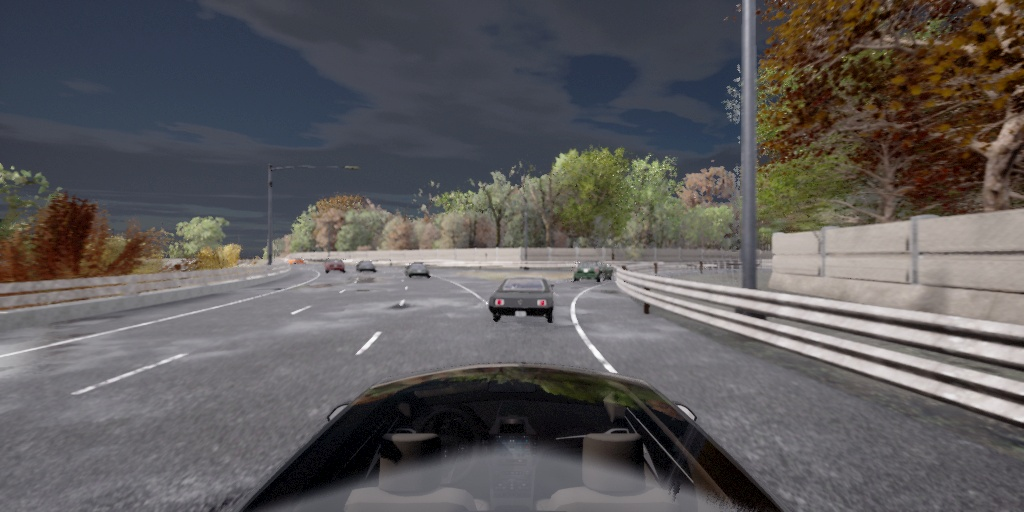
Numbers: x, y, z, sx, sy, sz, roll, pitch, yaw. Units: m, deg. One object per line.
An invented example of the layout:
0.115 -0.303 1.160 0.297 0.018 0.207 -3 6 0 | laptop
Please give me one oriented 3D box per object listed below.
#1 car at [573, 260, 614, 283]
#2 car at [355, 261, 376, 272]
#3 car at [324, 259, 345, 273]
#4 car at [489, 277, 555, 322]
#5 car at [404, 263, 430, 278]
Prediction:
6.533 1.115 28.289 2.097 1.767 4.553 0 0 31 | car
-18.682 1.341 45.677 1.994 1.385 4.181 0 0 -30 | car
-22.057 1.129 44.485 2.097 1.767 4.553 0 0 -30 | car
0.522 1.356 12.377 1.895 1.301 4.718 0 0 7 | car
-9.133 1.333 34.292 1.994 1.385 4.181 0 0 -22 | car
